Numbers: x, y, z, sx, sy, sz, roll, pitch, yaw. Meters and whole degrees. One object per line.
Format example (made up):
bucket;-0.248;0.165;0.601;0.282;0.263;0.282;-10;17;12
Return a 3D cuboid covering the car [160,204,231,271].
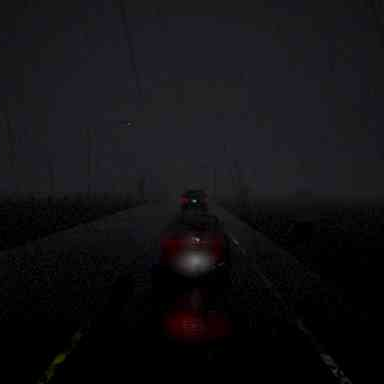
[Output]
car;0.111;1.359;10.331;1.837;1.490;4.892;0;1;1

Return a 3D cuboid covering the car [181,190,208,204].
car;0.217;0.802;29.421;2.150;2.045;5.566;0;1;0

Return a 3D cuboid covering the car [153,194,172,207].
car;-3.421;0.923;38.833;1.882;1.535;5.008;0;1;0
